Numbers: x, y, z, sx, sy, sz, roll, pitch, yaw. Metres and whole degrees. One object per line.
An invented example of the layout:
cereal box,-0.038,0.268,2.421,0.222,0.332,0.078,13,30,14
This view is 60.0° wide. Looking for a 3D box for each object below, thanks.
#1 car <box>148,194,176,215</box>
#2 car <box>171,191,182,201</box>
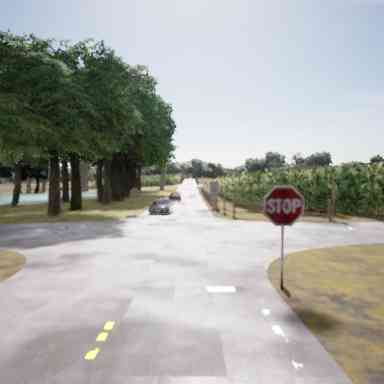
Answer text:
car,-2.785,1.286,30.543,1.837,1.490,4.892,0,3,2
car,-2.757,0.646,55.828,1.882,1.535,5.008,0,2,0
